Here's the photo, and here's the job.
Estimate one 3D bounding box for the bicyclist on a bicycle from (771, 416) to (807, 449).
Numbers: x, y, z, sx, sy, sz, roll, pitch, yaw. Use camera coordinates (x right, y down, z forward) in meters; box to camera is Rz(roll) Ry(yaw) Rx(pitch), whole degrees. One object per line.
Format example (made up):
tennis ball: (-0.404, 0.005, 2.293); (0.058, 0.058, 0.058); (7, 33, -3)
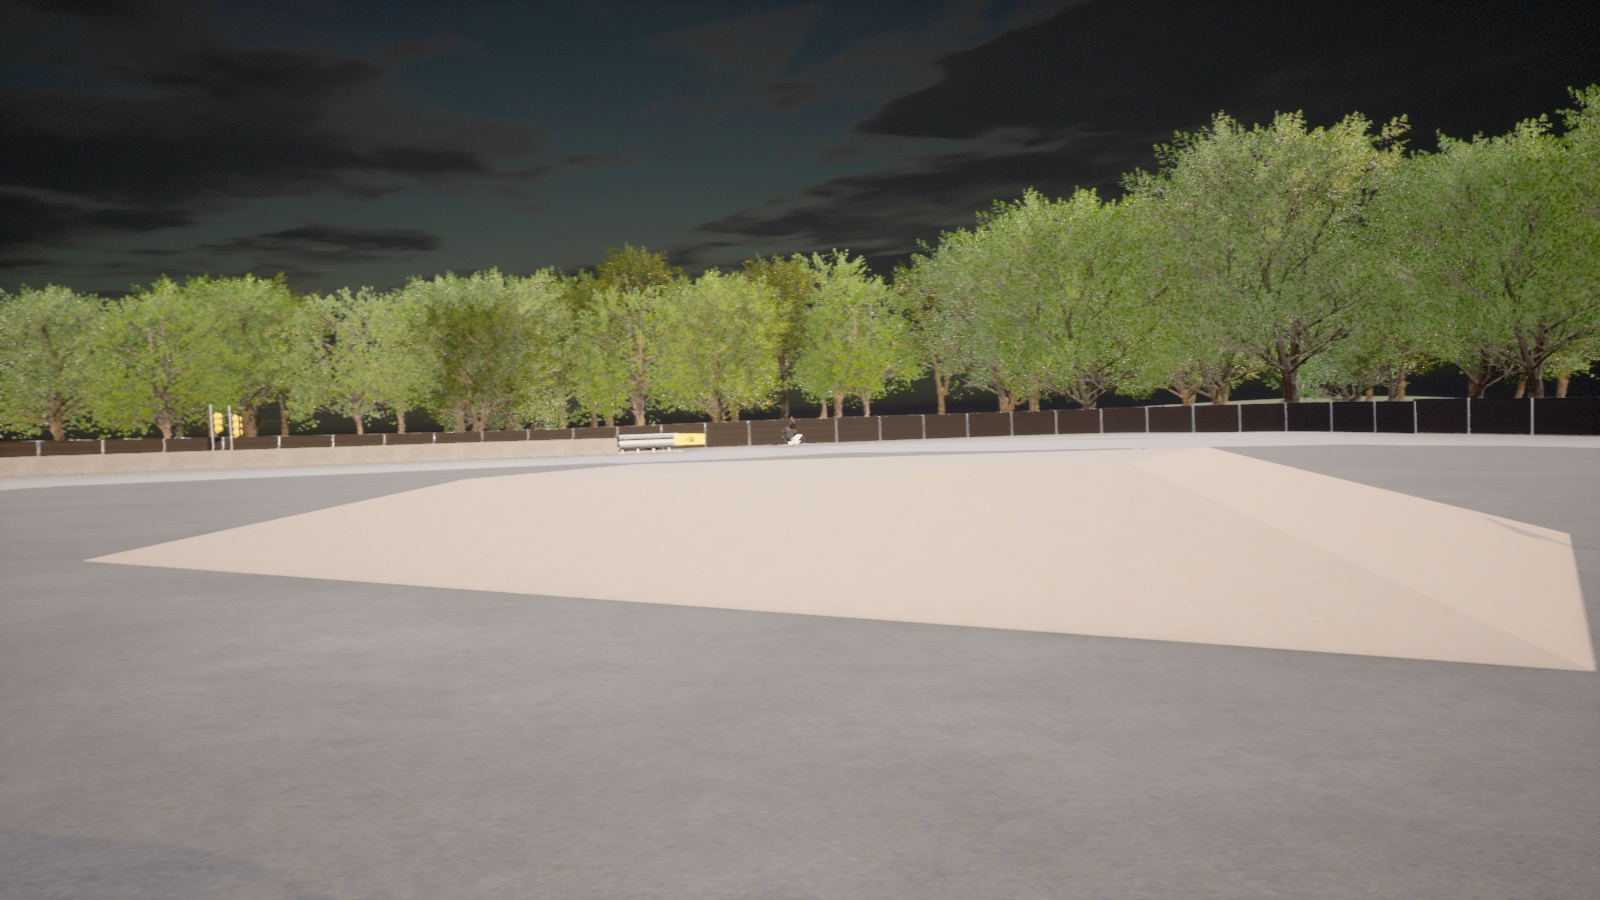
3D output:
bicyclist on a bicycle: (-0.629, -0.982, 70.651); (1.843, 1.776, 0.659); (-2, 2, -17)
